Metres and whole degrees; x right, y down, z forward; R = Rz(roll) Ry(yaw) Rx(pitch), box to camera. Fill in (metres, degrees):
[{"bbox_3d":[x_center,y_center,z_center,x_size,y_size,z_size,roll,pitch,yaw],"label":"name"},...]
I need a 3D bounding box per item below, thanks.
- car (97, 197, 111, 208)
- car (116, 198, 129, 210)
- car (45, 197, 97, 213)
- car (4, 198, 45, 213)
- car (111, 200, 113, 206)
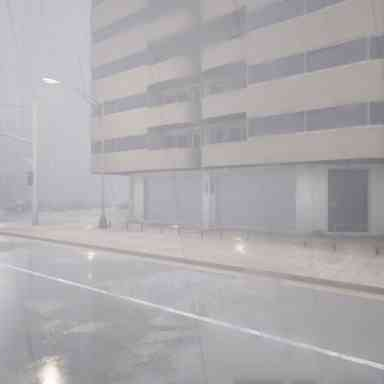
[{"bbox_3d":[-12.964,1.505,45.014,1.837,1.490,4.892,0,0,37],"label":"car"},{"bbox_3d":[-6.853,1.601,41.169,1.895,1.301,4.718,0,0,37],"label":"car"},{"bbox_3d":[-13.765,1.505,38.056,1.837,1.490,4.892,0,0,37],"label":"car"},{"bbox_3d":[-18.479,1.505,37.577,1.837,1.490,4.892,0,0,37],"label":"car"},{"bbox_3d":[-8.138,1.478,45.646,1.882,1.535,5.008,0,0,37],"label":"car"}]
